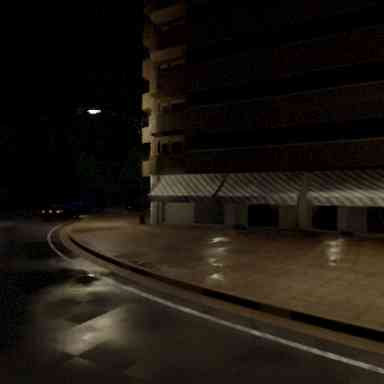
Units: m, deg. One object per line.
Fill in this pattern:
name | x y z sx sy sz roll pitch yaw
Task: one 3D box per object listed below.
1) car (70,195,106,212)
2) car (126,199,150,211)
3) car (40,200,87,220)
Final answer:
car | -12.854 1.399 41.131 2.150 2.045 5.566 0 0 17
car | -7.077 1.726 45.498 1.837 1.490 4.892 0 0 27
car | -11.440 1.667 29.421 2.033 1.411 5.357 0 0 0
